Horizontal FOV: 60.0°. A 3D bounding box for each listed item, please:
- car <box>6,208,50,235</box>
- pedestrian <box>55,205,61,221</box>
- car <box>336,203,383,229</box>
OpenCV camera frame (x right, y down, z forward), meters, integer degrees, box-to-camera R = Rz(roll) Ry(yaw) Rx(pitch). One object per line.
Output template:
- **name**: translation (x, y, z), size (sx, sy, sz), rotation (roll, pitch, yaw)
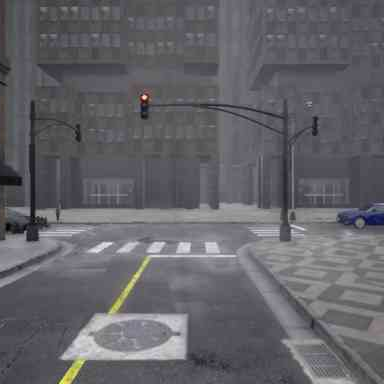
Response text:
- **car**: translation (-10.715, 1.559, 18.152), size (5.357, 1.411, 2.033), rotation (0, 0, 1)
- **pedestrian**: translation (-9.819, 1.532, 24.377), size (0.500, 1.100, 0.500), rotation (0, 0, 1)
- **car**: translation (11.810, 1.458, 21.085), size (5.008, 1.535, 1.882), rotation (0, 0, 1)
